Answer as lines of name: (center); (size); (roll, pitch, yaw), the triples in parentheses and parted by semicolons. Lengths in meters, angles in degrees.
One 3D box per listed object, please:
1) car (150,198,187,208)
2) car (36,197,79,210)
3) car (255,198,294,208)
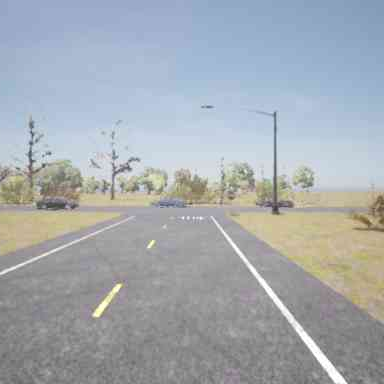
car: (-3.372, 1.510, 48.034); (5.357, 1.411, 2.033); (0, 0, -1)
car: (-16.378, 1.429, 40.681); (4.892, 1.490, 1.837); (0, 0, -2)
car: (12.014, 1.583, 48.440); (5.357, 1.411, 2.033); (0, 0, -2)
